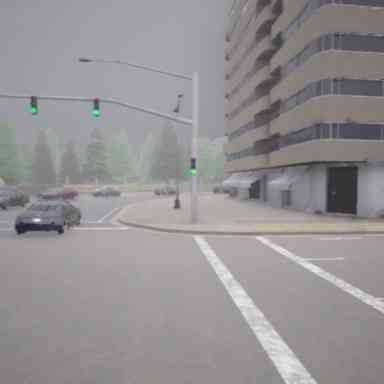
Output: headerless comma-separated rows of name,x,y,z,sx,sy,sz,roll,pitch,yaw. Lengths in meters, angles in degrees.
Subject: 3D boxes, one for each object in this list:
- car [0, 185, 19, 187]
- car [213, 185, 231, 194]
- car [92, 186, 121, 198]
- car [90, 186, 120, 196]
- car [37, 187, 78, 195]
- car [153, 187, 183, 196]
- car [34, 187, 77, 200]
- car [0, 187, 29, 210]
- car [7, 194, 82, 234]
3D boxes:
car,-17.998,0.208,31.654,2.097,1.767,4.553,1,2,2
car,6.137,-0.486,61.531,4.553,1.767,2.097,0,2,-29
car,-11.588,0.047,45.819,1.994,1.385,4.181,1,2,22
car,-13.190,-0.158,50.851,1.812,1.442,4.674,1,2,28
car,-14.245,0.230,36.184,1.882,1.535,5.008,1,2,9
car,-3.736,-0.097,52.299,2.033,1.411,5.357,2,2,36
car,-16.795,0.122,41.273,2.033,1.411,5.357,1,2,14
car,-14.636,0.598,26.220,2.033,1.411,5.357,0,2,-4
car,-6.441,1.024,15.367,1.994,1.385,4.181,0,2,-6
